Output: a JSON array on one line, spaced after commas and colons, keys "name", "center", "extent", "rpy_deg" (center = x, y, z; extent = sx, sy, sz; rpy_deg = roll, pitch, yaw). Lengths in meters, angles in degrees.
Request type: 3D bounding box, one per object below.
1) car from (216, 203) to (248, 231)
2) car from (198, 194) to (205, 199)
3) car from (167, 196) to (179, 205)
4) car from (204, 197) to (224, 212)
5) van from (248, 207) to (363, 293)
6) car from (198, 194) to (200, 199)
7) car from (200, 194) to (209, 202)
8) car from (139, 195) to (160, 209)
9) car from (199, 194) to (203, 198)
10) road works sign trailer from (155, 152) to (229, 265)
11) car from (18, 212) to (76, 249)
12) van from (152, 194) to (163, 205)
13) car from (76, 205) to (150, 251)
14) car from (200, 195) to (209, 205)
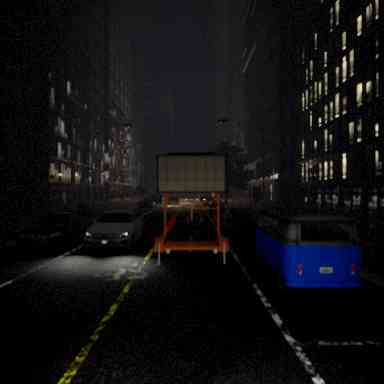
[{"name": "car", "center": [2.676, 1.537, 19.885], "extent": [1.802, 1.307, 4.206], "rpy_deg": [0, 0, 0]}, {"name": "car", "center": [2.626, 1.256, 93.887], "extent": [1.887, 1.381, 4.507], "rpy_deg": [0, 0, 0]}, {"name": "car", "center": [-3.124, 1.411, 55.284], "extent": [2.033, 1.411, 5.357], "rpy_deg": [0, 0, 0]}, {"name": "car", "center": [2.664, 1.499, 36.963], "extent": [1.802, 1.307, 4.206], "rpy_deg": [0, 0, 0]}, {"name": "van", "center": [2.684, 1.322, 8.501], "extent": [1.690, 1.788, 3.998], "rpy_deg": [0, 0, 0]}, {"name": "car", "center": [2.646, 1.266, 65.425], "extent": [1.967, 1.590, 4.097], "rpy_deg": [0, 0, 0]}, {"name": "car", "center": [2.641, 1.245, 71.117], "extent": [1.967, 1.590, 4.097], "rpy_deg": [0, 0, 0]}, {"name": "car", "center": [-5.720, 1.454, 42.653], "extent": [2.008, 1.369, 4.403], "rpy_deg": [0, 0, 0]}, {"name": "car", "center": [2.653, 1.419, 54.040], "extent": [2.008, 1.369, 4.403], "rpy_deg": [0, 0, 0]}, {"name": "road works sign trailer", "center": [-0.008, 0.438, 11.516], "extent": [2.380, 3.560, 2.880], "rpy_deg": [0, 0, 0]}, {"name": "car", "center": [-5.701, 1.550, 14.190], "extent": [1.802, 1.307, 4.206], "rpy_deg": [0, 0, 0]}, {"name": "van", "center": [-5.727, 1.210, 54.038], "extent": [1.690, 1.788, 3.998], "rpy_deg": [0, 0, 0]}, {"name": "car", "center": [-3.111, 1.494, 14.116], "extent": [1.812, 1.442, 4.674], "rpy_deg": [0, 0, 0]}, {"name": "car", "center": [2.657, 1.438, 48.348], "extent": [2.008, 1.369, 4.403], "rpy_deg": [0, 0, 0]}]
